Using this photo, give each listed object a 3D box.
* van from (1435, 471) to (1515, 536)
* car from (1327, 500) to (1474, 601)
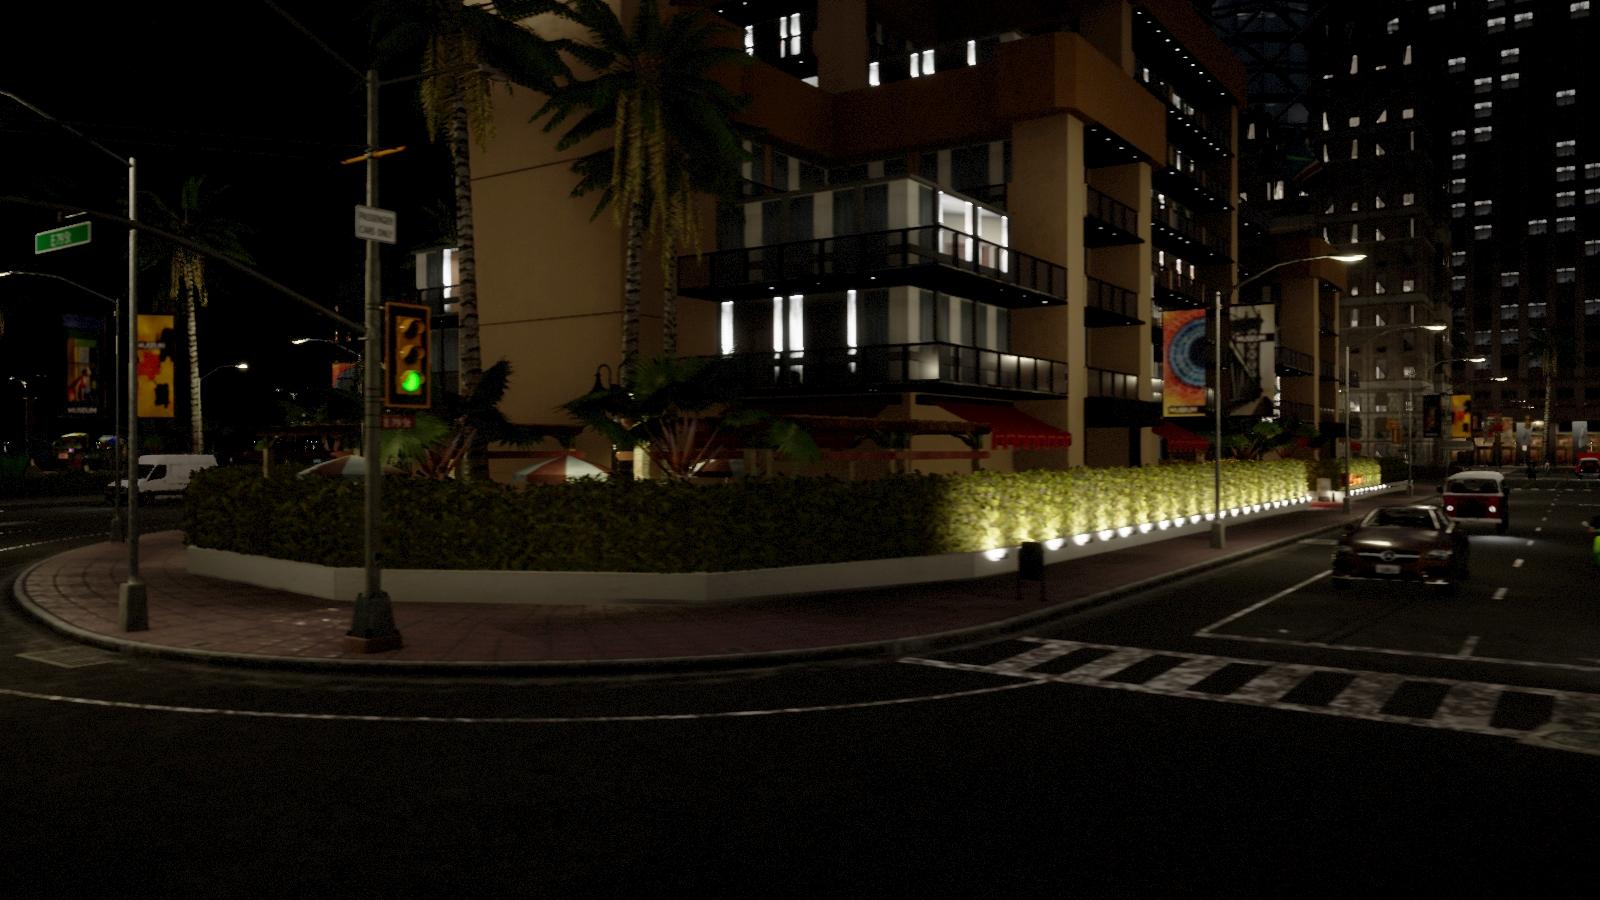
[{"bbox_3d":[23.335,1.782,39.432,2.069,2.038,4.480,0,0,34],"label":"van"},{"bbox_3d":[12.693,1.991,23.986,2.152,1.651,5.027,0,0,34],"label":"car"}]
